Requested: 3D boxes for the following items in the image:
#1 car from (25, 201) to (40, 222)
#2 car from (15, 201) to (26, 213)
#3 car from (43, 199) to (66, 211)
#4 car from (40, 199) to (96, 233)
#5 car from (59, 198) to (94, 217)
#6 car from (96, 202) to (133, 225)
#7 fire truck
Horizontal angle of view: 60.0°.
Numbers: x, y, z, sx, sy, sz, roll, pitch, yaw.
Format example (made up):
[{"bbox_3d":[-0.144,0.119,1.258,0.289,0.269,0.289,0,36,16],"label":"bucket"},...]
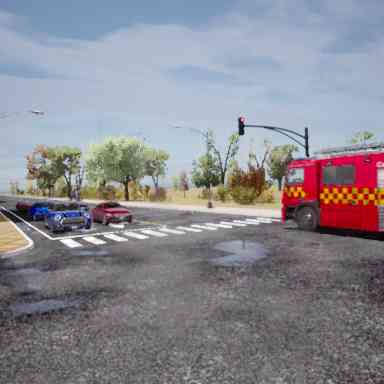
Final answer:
[{"bbox_3d":[-12.515,1.564,28.108,1.882,1.535,5.008,-3,1,-32],"label":"car"},{"bbox_3d":[-20.405,1.770,40.679,1.895,1.301,4.718,-3,1,-32],"label":"car"},{"bbox_3d":[-17.540,1.636,42.228,1.895,1.301,4.718,-3,1,-32],"label":"car"},{"bbox_3d":[-7.702,1.389,20.385,2.097,1.767,4.553,-3,1,-31],"label":"car"},{"bbox_3d":[-11.301,1.460,32.281,2.128,1.511,4.902,-3,1,-32],"label":"car"},{"bbox_3d":[-5.801,1.437,23.542,1.812,1.442,4.674,-3,1,-32],"label":"car"},{"bbox_3d":[7.806,-0.065,13.931,2.891,3.827,8.468,-2,2,-31],"label":"fire truck"}]
